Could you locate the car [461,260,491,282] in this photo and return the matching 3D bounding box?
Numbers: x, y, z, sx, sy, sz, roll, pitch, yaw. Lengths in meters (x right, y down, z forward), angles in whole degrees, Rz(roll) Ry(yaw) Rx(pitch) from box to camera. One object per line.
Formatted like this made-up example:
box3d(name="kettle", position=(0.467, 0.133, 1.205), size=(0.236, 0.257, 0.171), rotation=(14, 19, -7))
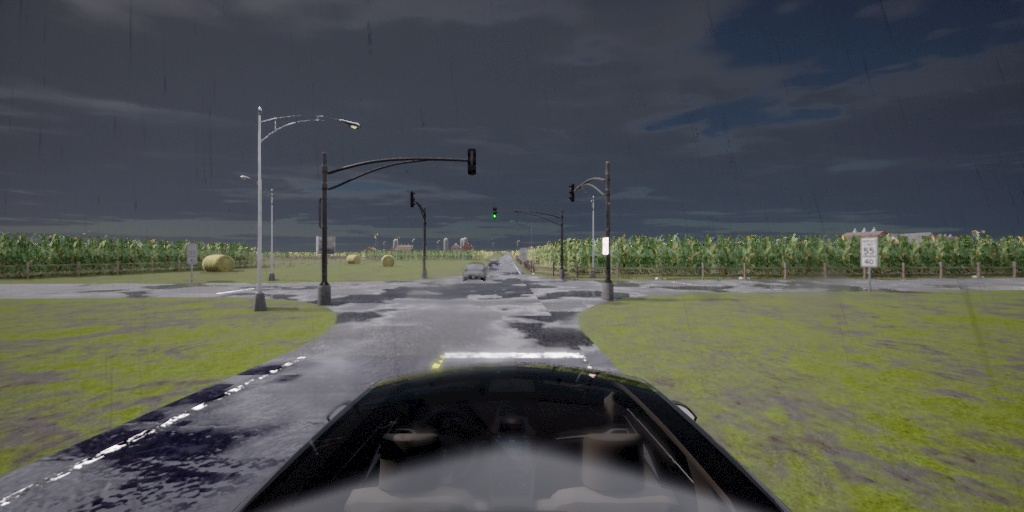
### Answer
box3d(name="car", position=(-2.959, 1.330, 29.357), size=(1.837, 1.490, 4.892), rotation=(0, 1, -1))
